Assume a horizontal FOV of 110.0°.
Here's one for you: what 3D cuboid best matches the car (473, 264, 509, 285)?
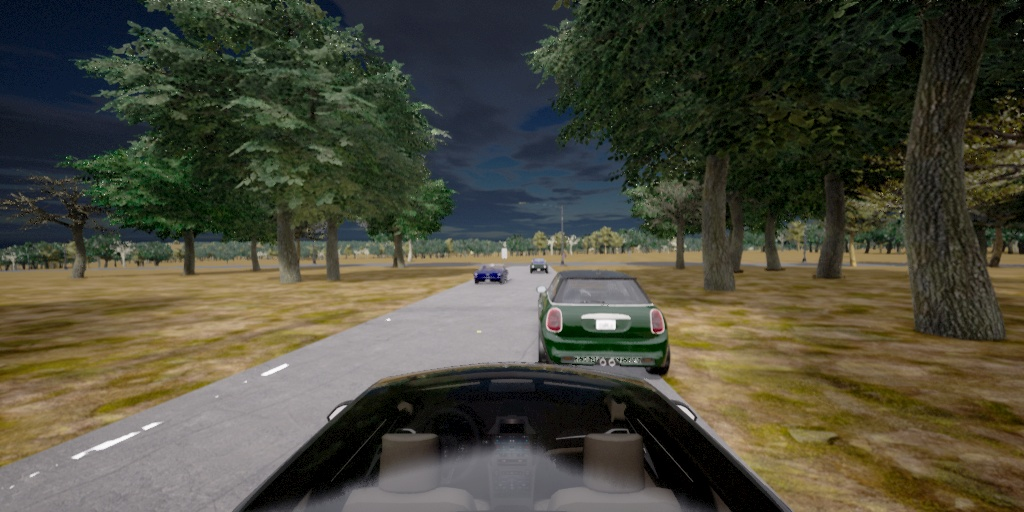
[{"bbox_3d":[-1.337,1.197,24.190,1.895,1.301,4.718,0,0,4],"label":"car"}]

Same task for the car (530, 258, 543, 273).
[{"bbox_3d":[2.955,1.142,39.167,1.895,1.301,4.718,0,0,5],"label":"car"}]

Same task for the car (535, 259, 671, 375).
[{"bbox_3d":[1.599,1.059,7.630,2.097,1.767,4.553,0,0,4],"label":"car"}]
